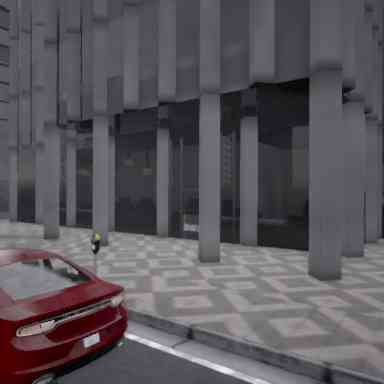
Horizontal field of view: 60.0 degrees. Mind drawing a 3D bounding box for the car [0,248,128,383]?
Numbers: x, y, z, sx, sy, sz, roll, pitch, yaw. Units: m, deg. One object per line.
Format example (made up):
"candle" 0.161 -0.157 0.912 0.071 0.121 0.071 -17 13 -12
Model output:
"car" -2.951 1.543 5.065 4.507 1.381 1.887 0 0 36
